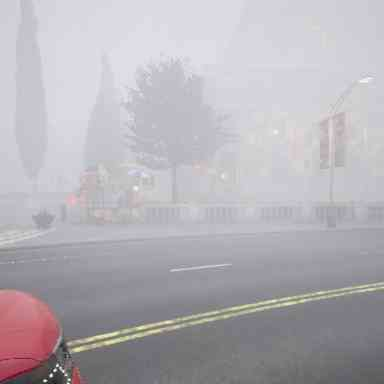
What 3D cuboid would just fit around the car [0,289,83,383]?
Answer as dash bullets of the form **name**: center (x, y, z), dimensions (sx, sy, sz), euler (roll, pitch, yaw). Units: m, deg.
- **car**: center (-3.329, 1.223, 1.352), dimensions (5.566, 2.045, 2.150), euler (0, 0, -37)
